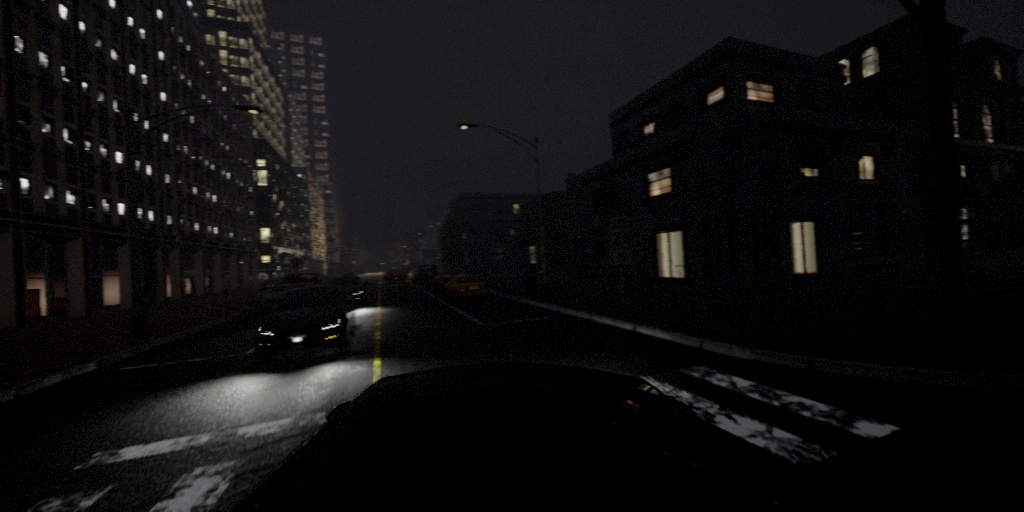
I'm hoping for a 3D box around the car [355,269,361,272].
[{"bbox_3d":[-23.623,2.991,52.270,1.948,1.339,4.313,0,0,-20],"label":"car"}]

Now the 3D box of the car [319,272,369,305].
[{"bbox_3d":[-8.937,1.861,19.520,1.837,1.490,4.892,-3,0,-20],"label":"car"}]

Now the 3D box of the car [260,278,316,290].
[{"bbox_3d":[-10.322,1.959,15.879,2.007,1.370,4.403,0,0,-20],"label":"car"}]

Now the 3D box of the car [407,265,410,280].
[{"bbox_3d":[-12.023,2.241,44.914,1.751,1.417,4.829,0,0,-20],"label":"car"}]

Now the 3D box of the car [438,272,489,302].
[{"bbox_3d":[-2.522,1.517,18.920,1.751,1.417,4.829,0,0,-20],"label":"car"}]

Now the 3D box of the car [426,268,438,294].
[{"bbox_3d":[-4.363,1.717,23.960,1.802,1.307,4.207,0,0,-20],"label":"car"}]

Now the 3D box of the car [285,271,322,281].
[{"bbox_3d":[-12.222,1.866,21.078,2.192,1.841,5.009,0,0,-20],"label":"car"}]

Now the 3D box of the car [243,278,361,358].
[{"bbox_3d":[-5.433,1.597,9.925,1.837,1.490,4.892,-3,0,-20],"label":"car"}]

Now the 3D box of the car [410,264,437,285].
[{"bbox_3d":[-8.164,1.739,34.357,2.192,1.841,5.009,0,0,-20],"label":"car"}]

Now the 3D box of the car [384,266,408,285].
[{"bbox_3d":[-12.573,2.179,38.621,1.882,1.535,5.008,-3,0,-19],"label":"car"}]
